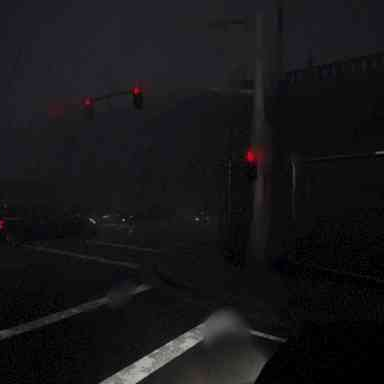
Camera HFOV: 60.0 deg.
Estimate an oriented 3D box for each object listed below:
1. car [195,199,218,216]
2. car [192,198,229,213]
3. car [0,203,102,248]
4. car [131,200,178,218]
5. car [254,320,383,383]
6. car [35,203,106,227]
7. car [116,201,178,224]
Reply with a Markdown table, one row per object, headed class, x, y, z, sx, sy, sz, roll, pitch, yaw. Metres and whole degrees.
| class | x | y | z | sx | sy | sz | roll | pitch | yaw |
| --- | --- | --- | --- | --- | --- | --- | --- | --- | --- |
| car | 2.501 | 1.603 | 34.021 | 2.033 | 1.411 | 5.357 | 0 | 0 | 35 |
| car | 2.332 | 1.547 | 39.822 | 2.128 | 1.511 | 4.902 | 0 | 0 | 35 |
| car | -6.666 | 1.390 | 15.200 | 4.553 | 1.767 | 2.097 | 1 | -1 | -45 |
| car | -3.447 | 1.581 | 31.684 | 1.812 | 1.442 | 4.674 | 0 | 0 | 36 |
| car | 3.007 | 1.547 | 1.823 | 5.357 | 1.411 | 2.033 | 0 | 0 | 36 |
| car | -8.737 | 1.581 | 24.284 | 1.812 | 1.442 | 4.674 | 0 | 0 | 37 |
| car | -3.334 | 1.603 | 25.811 | 2.033 | 1.411 | 5.357 | 0 | 0 | 35 |
